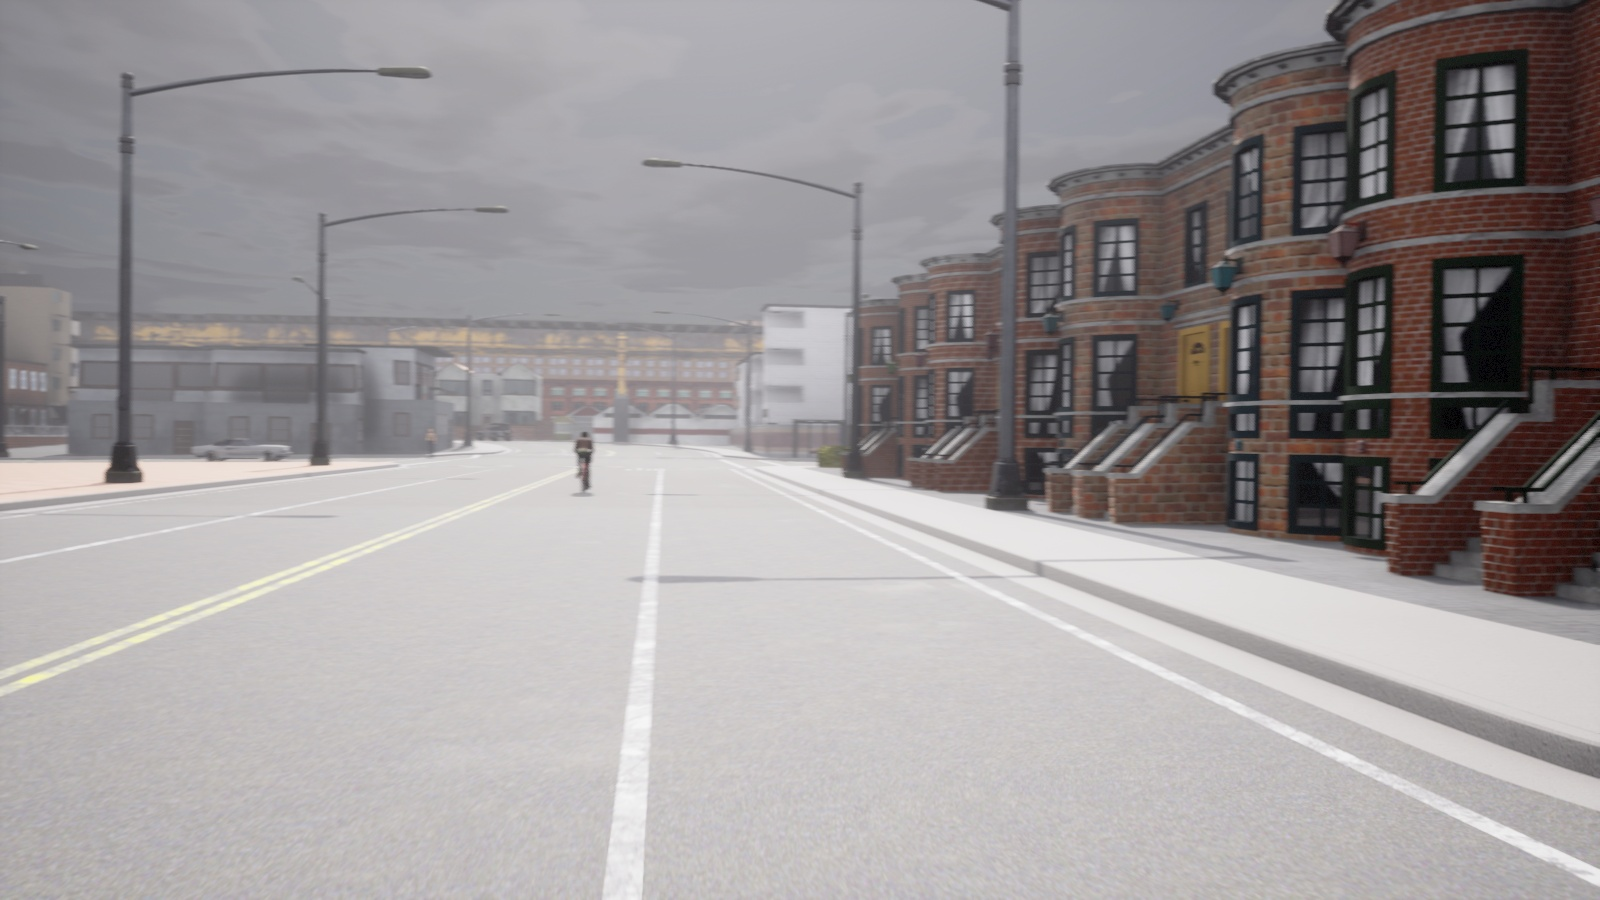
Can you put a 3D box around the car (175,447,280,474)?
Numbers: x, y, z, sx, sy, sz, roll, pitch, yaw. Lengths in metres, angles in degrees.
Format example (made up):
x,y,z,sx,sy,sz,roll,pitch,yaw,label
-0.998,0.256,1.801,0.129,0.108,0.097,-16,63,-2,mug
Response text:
x,y,z,sx,sy,sz,roll,pitch,yaw,label
-30.518,0.546,67.063,4.718,1.301,1.895,-1,1,-8,car
